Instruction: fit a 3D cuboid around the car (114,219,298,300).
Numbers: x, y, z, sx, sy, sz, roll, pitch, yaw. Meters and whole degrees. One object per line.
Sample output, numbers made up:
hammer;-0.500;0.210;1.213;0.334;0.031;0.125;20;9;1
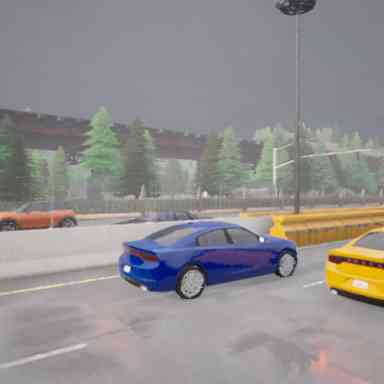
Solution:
car;0.632;1.487;8.497;5.008;1.535;1.882;0;0;-36

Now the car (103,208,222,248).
car;-1.297;1.562;15.854;5.357;1.411;2.033;0;0;-35

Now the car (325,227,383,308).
car;4.989;1.493;7.307;5.008;1.535;1.882;0;0;-36

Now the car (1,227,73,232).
car;-9.019;1.356;18.998;4.553;1.767;2.097;0;0;-35
